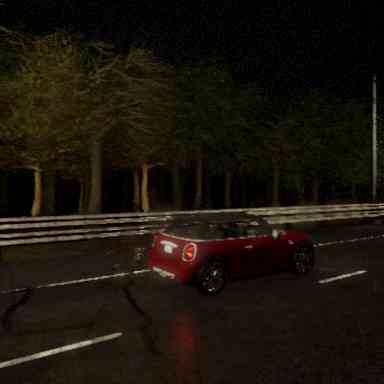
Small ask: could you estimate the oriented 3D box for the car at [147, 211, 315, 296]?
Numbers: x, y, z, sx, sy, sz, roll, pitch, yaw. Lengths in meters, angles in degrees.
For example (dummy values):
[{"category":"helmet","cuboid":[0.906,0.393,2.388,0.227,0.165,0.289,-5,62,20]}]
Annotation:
[{"category":"car","cuboid":[1.201,1.325,8.817,4.553,1.767,2.097,0,1,-35]}]
